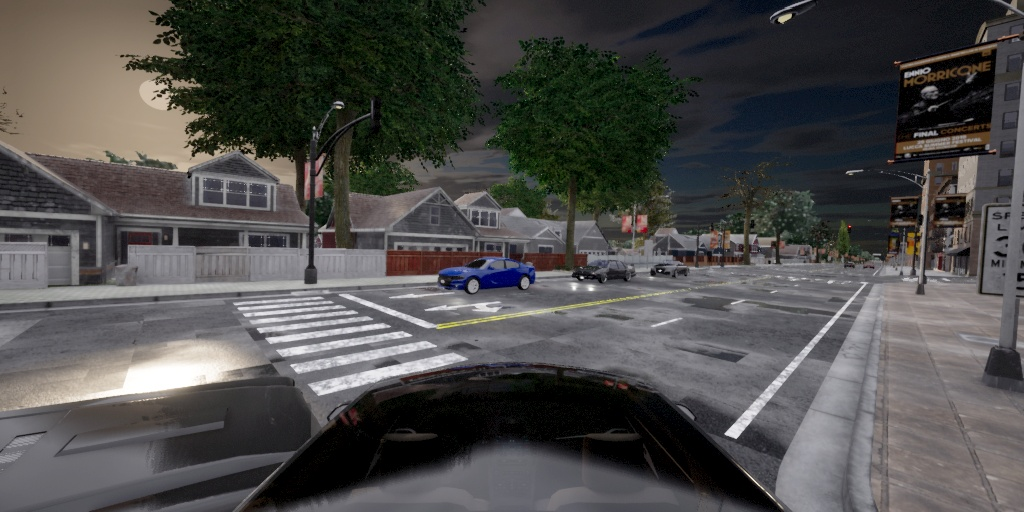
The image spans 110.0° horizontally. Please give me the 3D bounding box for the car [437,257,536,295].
[{"bbox_3d":[-1.046,0.798,16.525,5.008,1.535,1.882,0,2,-44],"label":"car"}]

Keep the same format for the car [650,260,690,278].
[{"bbox_3d":[13.383,1.024,30.298,4.181,1.385,1.994,1,2,-44],"label":"car"}]

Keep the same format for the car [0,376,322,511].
[{"bbox_3d":[-3.315,1.281,1.351,4.718,1.301,1.895,1,2,-34],"label":"car"}]

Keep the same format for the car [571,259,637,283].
[{"bbox_3d":[6.153,0.936,23.411,5.357,1.411,2.033,1,2,-44],"label":"car"}]
